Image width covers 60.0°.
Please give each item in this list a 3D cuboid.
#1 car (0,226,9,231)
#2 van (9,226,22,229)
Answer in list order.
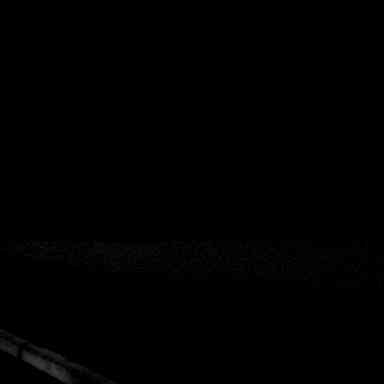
[{"bbox_3d":[-37.401,7.451,61.212,5.366,1.575,1.946,-2,-7,6],"label":"car"},{"bbox_3d":[-35.776,7.524,63.913,4.442,1.987,1.878,-2,-8,6],"label":"van"}]
